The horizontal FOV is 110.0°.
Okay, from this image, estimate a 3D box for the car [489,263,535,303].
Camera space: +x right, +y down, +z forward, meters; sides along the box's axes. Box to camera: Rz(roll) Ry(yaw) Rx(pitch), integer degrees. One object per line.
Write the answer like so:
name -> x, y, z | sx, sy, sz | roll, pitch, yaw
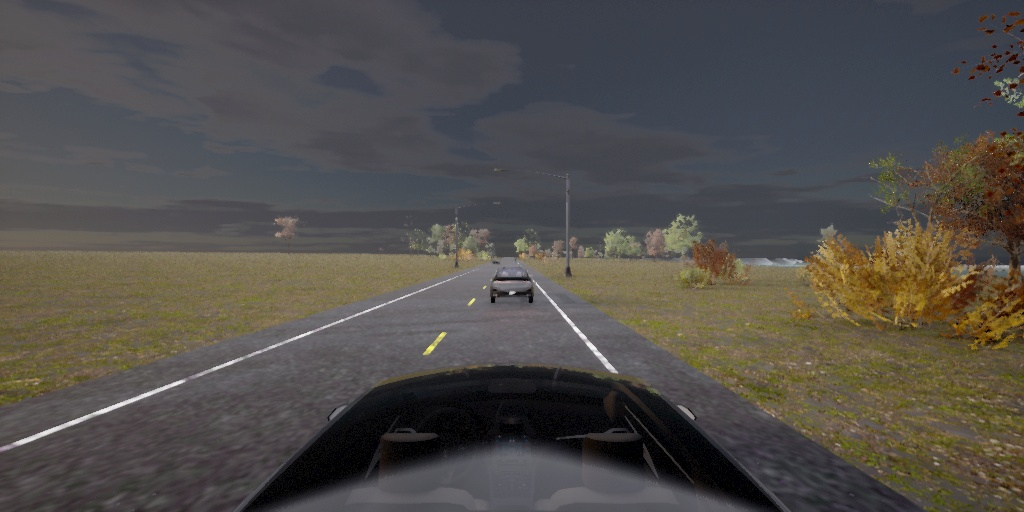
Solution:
car -> 0.000, 1.247, 16.501 | 2.128, 1.511, 4.902 | 0, 0, 0
